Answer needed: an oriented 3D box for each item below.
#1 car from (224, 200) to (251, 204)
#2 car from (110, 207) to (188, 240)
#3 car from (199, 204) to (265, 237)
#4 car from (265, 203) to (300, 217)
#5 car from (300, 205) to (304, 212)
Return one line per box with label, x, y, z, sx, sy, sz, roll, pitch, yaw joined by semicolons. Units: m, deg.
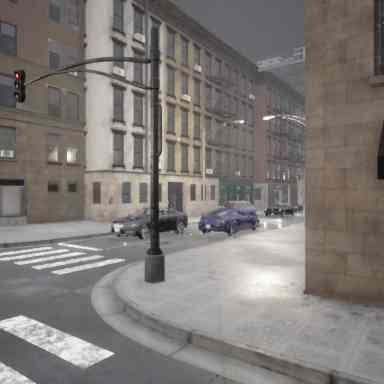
car;3.190;1.476;25.349;2.097;1.767;4.553;0;0;36
car;-2.149;1.568;17.830;2.128;1.511;4.902;0;0;35
car;2.180;1.618;18.920;1.812;1.442;4.674;0;0;36
car;8.910;1.777;33.360;1.895;1.301;4.718;0;0;35
car;14.823;1.832;41.612;1.895;1.301;4.718;0;0;36
